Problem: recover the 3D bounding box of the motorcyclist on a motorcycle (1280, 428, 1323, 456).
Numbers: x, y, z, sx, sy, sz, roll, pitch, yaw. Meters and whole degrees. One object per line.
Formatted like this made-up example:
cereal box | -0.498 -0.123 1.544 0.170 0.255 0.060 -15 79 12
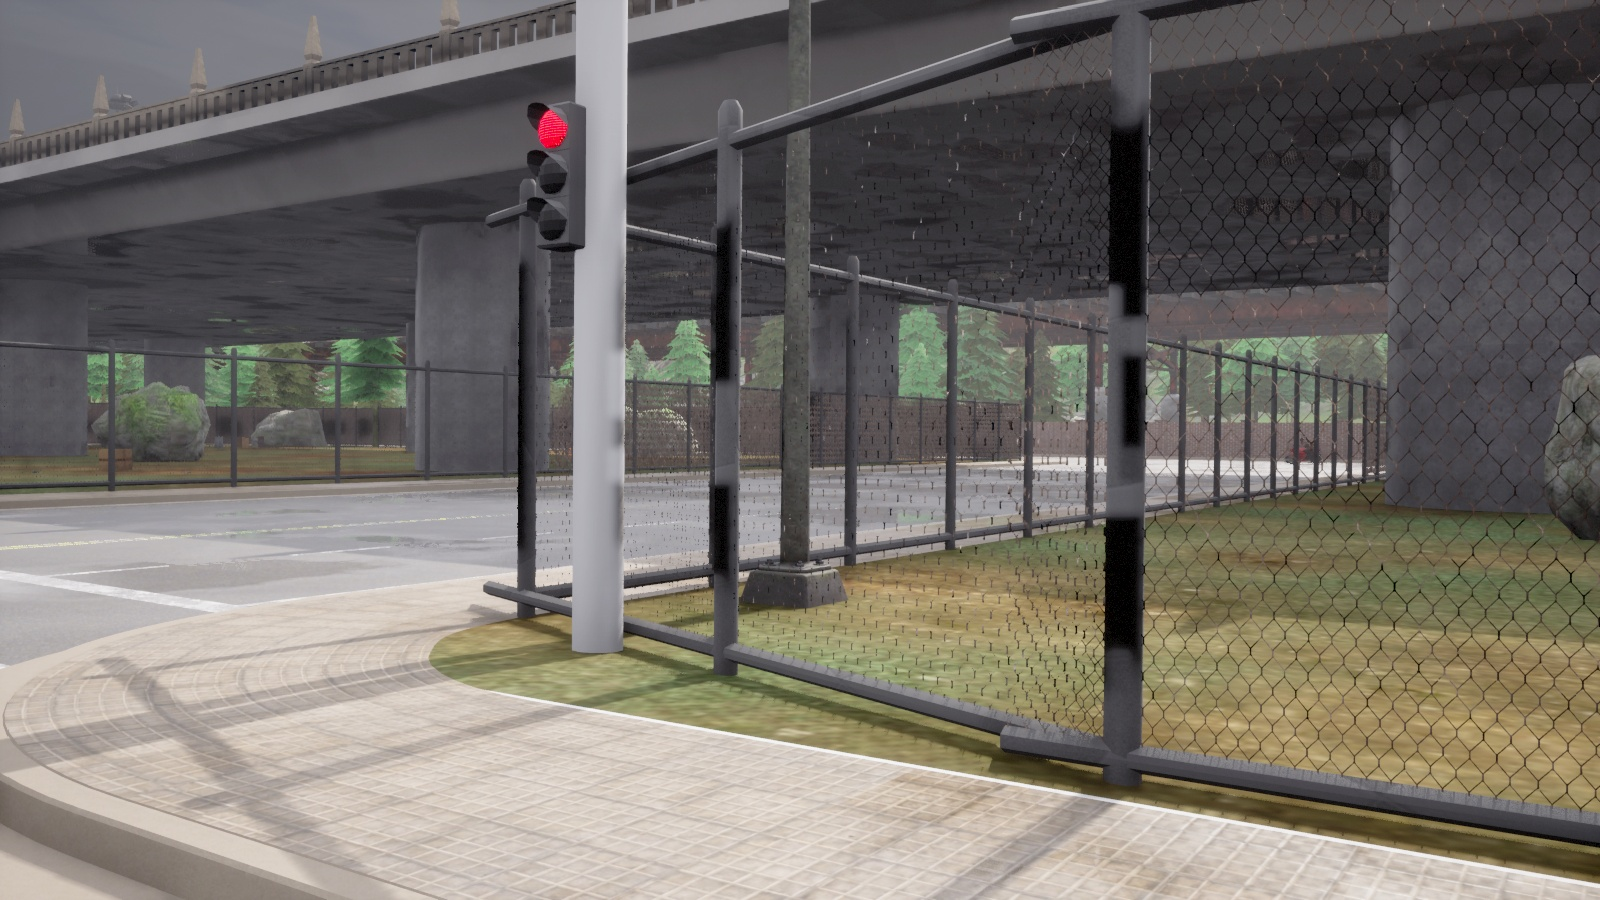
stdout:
motorcyclist on a motorcycle | 28.121 -0.447 70.439 2.044 1.523 0.797 -1 3 -1
